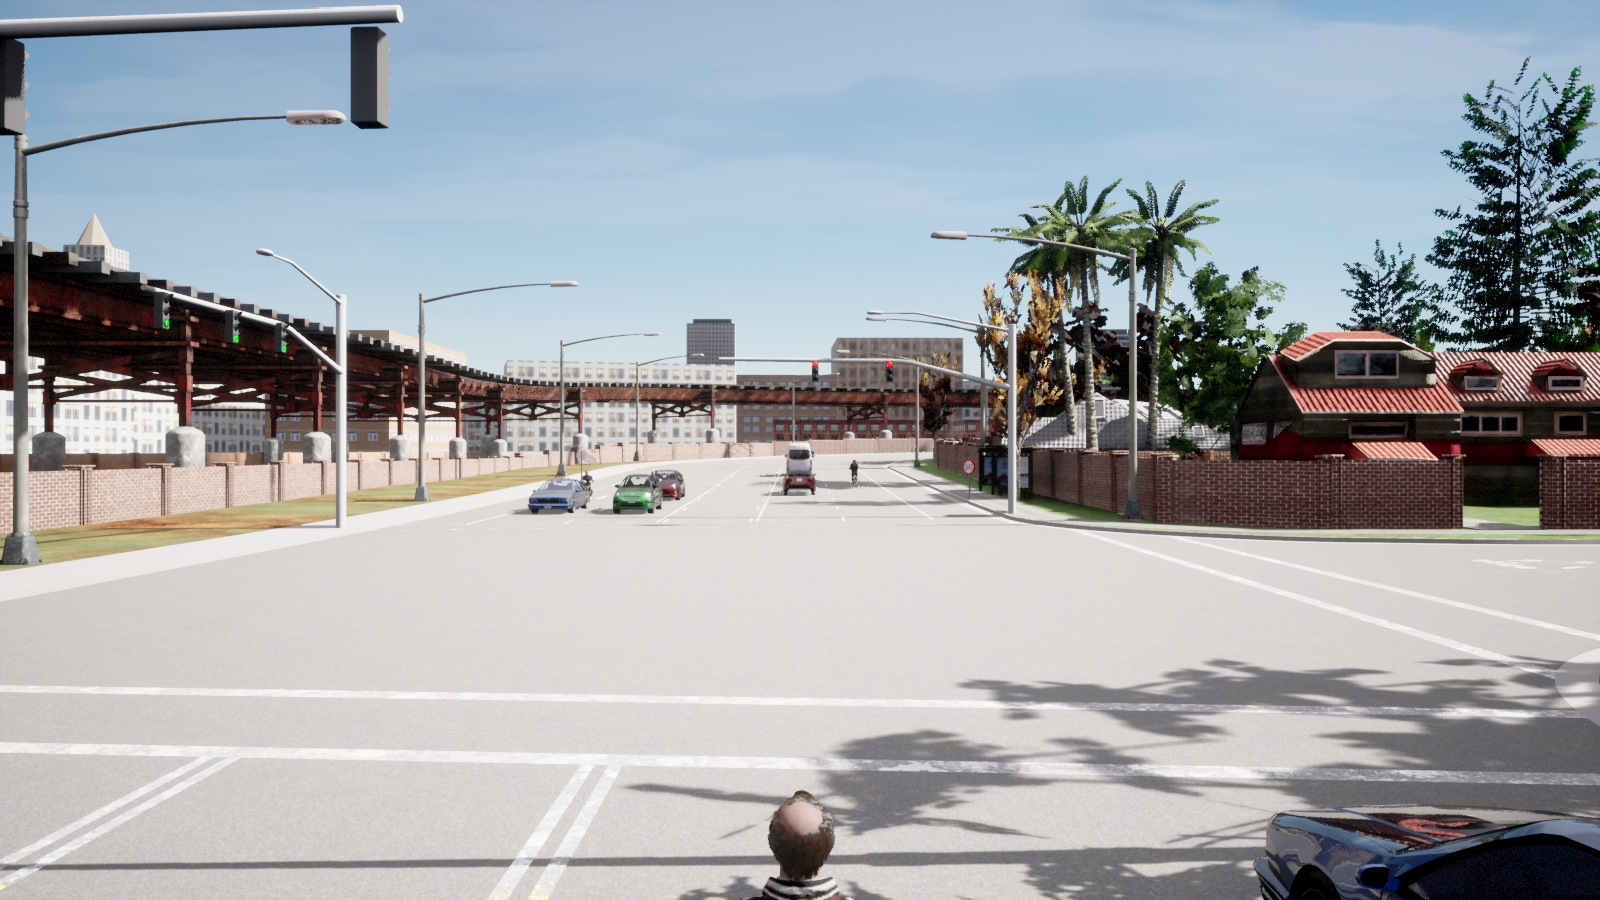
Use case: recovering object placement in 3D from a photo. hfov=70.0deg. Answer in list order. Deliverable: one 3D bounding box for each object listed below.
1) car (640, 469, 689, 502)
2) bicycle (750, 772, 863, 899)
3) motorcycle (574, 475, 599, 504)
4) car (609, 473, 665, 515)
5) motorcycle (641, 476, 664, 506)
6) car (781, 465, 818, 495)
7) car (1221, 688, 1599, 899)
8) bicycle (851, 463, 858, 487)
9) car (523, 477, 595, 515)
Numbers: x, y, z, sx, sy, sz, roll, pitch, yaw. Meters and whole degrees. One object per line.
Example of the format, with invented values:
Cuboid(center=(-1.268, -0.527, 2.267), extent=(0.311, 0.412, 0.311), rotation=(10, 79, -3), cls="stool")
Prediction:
Cuboid(center=(-7.040, 1.800, 59.633), extent=(2.007, 1.525, 4.514), rotation=(0, 1, 0), cls="car")
Cuboid(center=(0.019, 2.048, 3.681), extent=(0.329, 1.496, 1.835), rotation=(0, 0, 0), cls="bicycle")
Cuboid(center=(-10.476, 1.934, 56.002), extent=(0.856, 1.341, 1.805), rotation=(0, 1, 1), cls="motorcycle")
Cuboid(center=(-7.031, 1.877, 49.699), extent=(1.851, 1.617, 3.988), rotation=(0, 1, 0), cls="car")
Cuboid(center=(-7.053, 1.947, 54.746), extent=(0.856, 1.341, 1.805), rotation=(0, 1, 0), cls="motorcycle")
Cuboid(center=(-0.039, 1.715, 65.539), extent=(2.007, 1.525, 4.514), rotation=(0, 1, 0), cls="car")
Cuboid(center=(3.467, 2.106, 4.038), extent=(2.033, 1.411, 5.357), rotation=(0, 0, 1), cls="car")
Cuboid(center=(3.469, 1.592, 72.877), extent=(0.329, 1.496, 1.835), rotation=(0, 1, 0), cls="bicycle")
Cuboid(center=(-10.533, 1.979, 50.381), extent=(2.033, 1.411, 5.357), rotation=(0, 1, 0), cls="car")
